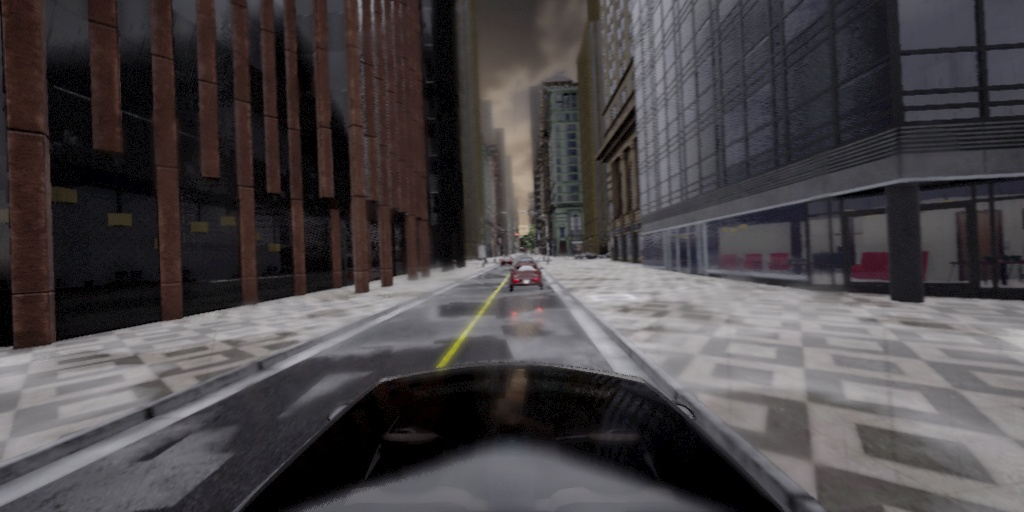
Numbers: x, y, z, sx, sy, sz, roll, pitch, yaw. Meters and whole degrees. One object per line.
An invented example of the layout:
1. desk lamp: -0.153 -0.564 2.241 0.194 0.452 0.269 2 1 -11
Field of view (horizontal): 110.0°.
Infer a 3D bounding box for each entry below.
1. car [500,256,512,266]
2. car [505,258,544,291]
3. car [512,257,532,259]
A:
1. car: -0.780 0.779 56.544 1.882 1.535 5.008 -2 0 2
2. car: 0.823 1.073 20.310 1.812 1.442 4.674 -2 1 3
3. car: 1.491 0.866 37.036 2.128 1.511 4.902 -2 1 3
